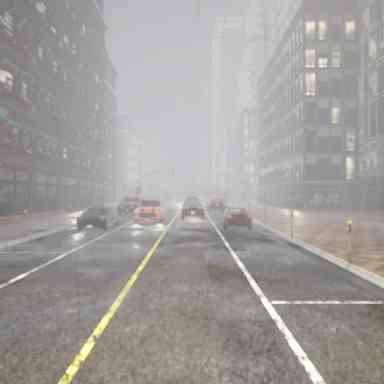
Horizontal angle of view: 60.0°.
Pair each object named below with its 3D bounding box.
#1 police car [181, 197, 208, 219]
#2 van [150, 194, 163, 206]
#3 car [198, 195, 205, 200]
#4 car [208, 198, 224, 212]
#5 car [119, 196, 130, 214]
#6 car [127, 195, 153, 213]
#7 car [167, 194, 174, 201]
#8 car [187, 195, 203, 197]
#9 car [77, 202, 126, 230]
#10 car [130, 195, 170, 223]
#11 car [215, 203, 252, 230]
[{"bbox_3d":[0.071,1.470,28.836,2.038,1.542,4.974,0,0,0],"label":"police car"},{"bbox_3d":[-5.705,1.317,53.833,1.690,1.788,3.998,1,0,0],"label":"van"},{"bbox_3d":[2.619,1.578,92.078,1.752,1.417,4.829,0,0,0],"label":"car"},{"bbox_3d":[2.675,1.407,37.269,1.967,1.590,4.097,1,0,0],"label":"car"},{"bbox_3d":[-5.711,1.283,31.740,2.192,1.841,5.009,1,0,0],"label":"car"},{"bbox_3d":[-5.718,1.282,37.262,2.192,1.841,5.009,1,0,0],"label":"car"},{"bbox_3d":[-5.755,1.352,86.238,2.192,1.841,5.009,0,0,0],"label":"car"},{"bbox_3d":[0.008,1.319,45.276,2.097,1.767,4.553,0,0,0],"label":"car"},{"bbox_3d":[-5.699,1.541,20.694,1.947,1.339,4.313,1,0,0],"label":"car"},{"bbox_3d":[-3.121,1.323,25.430,2.097,1.767,4.553,0,0,0],"label":"car"},{"bbox_3d":[2.681,1.557,20.700,1.802,1.307,4.206,1,0,0],"label":"car"}]
